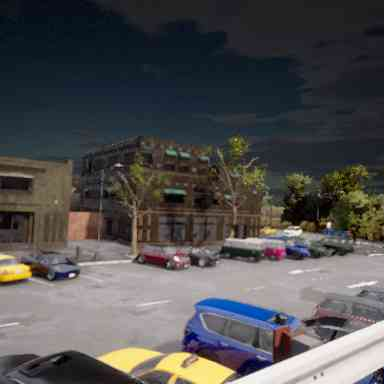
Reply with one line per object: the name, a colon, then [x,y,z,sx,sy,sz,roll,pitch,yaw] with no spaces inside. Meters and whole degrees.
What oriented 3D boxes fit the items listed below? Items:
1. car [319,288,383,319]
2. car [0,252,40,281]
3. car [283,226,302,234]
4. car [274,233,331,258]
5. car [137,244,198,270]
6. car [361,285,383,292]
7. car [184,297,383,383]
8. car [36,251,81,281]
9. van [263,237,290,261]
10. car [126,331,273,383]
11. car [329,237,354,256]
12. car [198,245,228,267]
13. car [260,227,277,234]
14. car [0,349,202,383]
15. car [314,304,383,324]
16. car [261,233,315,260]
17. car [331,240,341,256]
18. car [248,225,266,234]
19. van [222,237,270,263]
car: [7.166,5.146,13.193,4.553,1.767,2.185,3,-2,34]
car: [-12.001,4.522,20.469,5.366,1.575,1.946,1,-3,34]
car: [18.632,7.470,61.549,2.435,2.045,5.566,1,-2,36]
car: [12.181,6.215,37.590,5.566,2.045,2.435,1,-4,34]
car: [-2.269,5.179,27.283,4.553,1.767,2.185,1,-4,34]
car: [9.617,5.345,14.962,4.553,1.767,2.185,2,-2,35]
car: [2.322,4.626,9.645,5.566,2.045,2.435,2,-2,34]
car: [-9.420,4.752,22.083,4.792,1.488,2.163,1,-4,34]
van: [7.256,5.852,34.219,4.442,1.987,1.878,1,-3,34]
car: [-0.323,4.668,7.997,5.366,1.575,1.946,2,-2,34]
car: [16.924,6.600,41.051,5.566,2.045,2.435,1,-3,34]
car: [0.154,5.499,28.984,4.892,1.521,2.231,1,-3,34]
car: [15.349,7.737,66.685,1.946,1.575,5.366,1,-2,36]
car: [-2.627,4.228,6.165,5.566,2.045,2.435,2,-2,35]
car: [4.705,5.103,11.430,4.792,1.488,2.163,3,-2,34]
car: [9.781,6.022,35.870,5.566,2.045,2.435,1,-4,34]
car: [14.568,6.689,39.309,4.792,1.488,2.163,1,-4,34]
car: [13.542,7.776,69.013,2.002,1.452,4.674,1,-2,36]
van: [4.857,5.658,32.498,4.442,1.987,1.878,1,-3,34]
